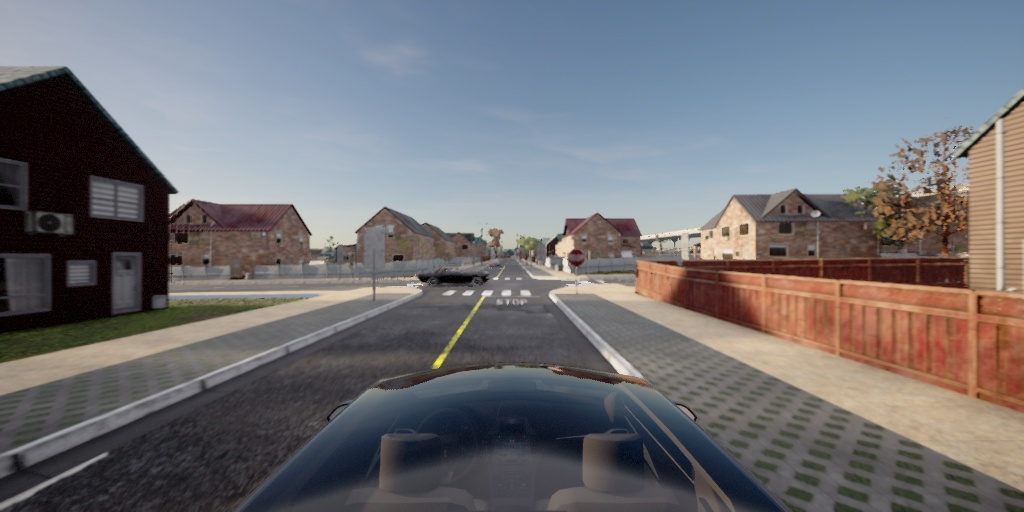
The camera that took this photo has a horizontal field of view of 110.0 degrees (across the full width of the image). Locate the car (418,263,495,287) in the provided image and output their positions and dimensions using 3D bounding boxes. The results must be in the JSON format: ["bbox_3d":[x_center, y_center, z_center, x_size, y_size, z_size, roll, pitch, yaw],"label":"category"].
[{"bbox_3d":[-3.781,1.349,24.262,4.718,1.301,1.895,0,0,1],"label":"car"}]

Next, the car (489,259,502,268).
[{"bbox_3d":[-2.803,1.254,60.761,1.812,1.442,4.674,0,0,1],"label":"car"}]
